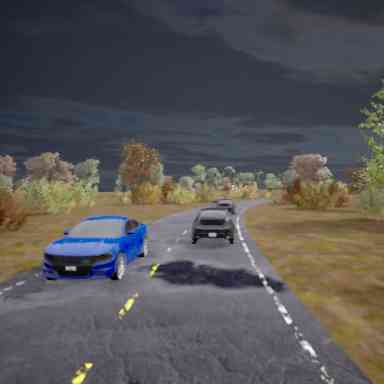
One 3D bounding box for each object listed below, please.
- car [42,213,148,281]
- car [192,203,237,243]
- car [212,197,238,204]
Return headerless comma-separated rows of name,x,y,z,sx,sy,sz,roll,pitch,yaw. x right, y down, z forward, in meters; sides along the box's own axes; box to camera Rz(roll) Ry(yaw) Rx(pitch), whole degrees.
car,-2.602,1.465,10.054,1.882,1.535,5.008,0,0,4
car,1.061,1.502,16.072,1.837,1.490,4.892,0,0,5
car,3.516,1.500,33.956,1.837,1.490,4.892,0,0,10
